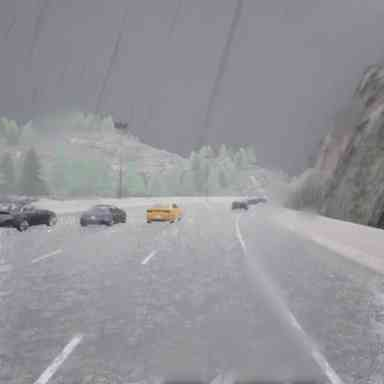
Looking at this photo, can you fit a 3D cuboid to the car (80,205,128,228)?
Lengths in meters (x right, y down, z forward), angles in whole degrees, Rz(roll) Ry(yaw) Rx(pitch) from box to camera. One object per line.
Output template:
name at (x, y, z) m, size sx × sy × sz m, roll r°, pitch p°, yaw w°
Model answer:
car at (-5.723, 1.521, 22.050) m, size 1.994 × 1.385 × 4.181 m, roll 1°, pitch 0°, yaw 7°

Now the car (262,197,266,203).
car at (15.388, 1.755, 74.475) m, size 1.837 × 1.490 × 4.892 m, roll 1°, pitch 0°, yaw 24°

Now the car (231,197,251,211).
car at (6.347, 1.635, 43.810) m, size 1.882 × 1.535 × 5.008 m, roll 1°, pitch 0°, yaw 14°

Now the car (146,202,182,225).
car at (-1.952, 1.490, 24.697) m, size 1.882 × 1.535 × 5.008 m, roll 0°, pitch 0°, yaw 8°

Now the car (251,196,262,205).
car at (11.727, 1.763, 65.084) m, size 1.882 × 1.535 × 5.008 m, roll 1°, pitch 0°, yaw 21°

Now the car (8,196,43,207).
car at (-23.069, 1.283, 46.271) m, size 1.812 × 1.442 × 4.674 m, roll 1°, pitch 0°, yaw 13°

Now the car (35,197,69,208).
car at (-19.466, 1.408, 46.449) m, size 1.895 × 1.301 × 4.718 m, roll 1°, pitch 0°, yaw 13°

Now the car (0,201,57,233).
car at (-9.584, 1.391, 18.967) m, size 2.128 × 1.511 × 4.902 m, roll 1°, pitch 0°, yaw 6°

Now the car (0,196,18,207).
car at (-26.633, 1.271, 46.325) m, size 1.994 × 1.385 × 4.181 m, roll 1°, pitch 0°, yaw 13°
